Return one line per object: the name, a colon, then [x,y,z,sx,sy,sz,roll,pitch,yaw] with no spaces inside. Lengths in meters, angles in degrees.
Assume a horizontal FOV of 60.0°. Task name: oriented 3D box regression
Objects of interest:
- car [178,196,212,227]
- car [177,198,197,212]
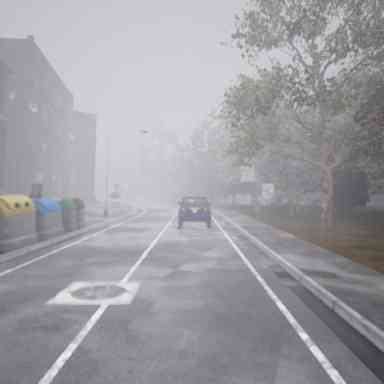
car: [0.181,1.264,23.076,2.150,2.045,5.566,0,0,0]
car: [-0.666,1.572,41.506,1.882,1.535,5.008,1,0,-8]
